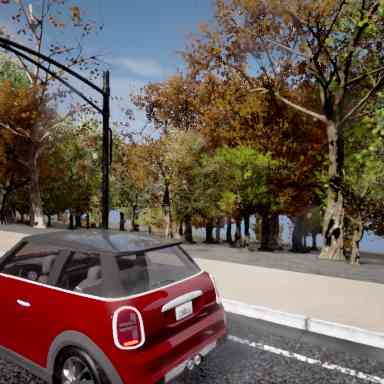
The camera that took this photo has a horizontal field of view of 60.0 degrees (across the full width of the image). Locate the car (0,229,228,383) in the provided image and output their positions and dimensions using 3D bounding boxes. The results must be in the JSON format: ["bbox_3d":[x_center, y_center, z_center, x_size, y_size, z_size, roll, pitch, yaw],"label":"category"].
[{"bbox_3d":[-1.815,1.351,4.979,4.553,1.767,2.097,0,0,36],"label":"car"}]
